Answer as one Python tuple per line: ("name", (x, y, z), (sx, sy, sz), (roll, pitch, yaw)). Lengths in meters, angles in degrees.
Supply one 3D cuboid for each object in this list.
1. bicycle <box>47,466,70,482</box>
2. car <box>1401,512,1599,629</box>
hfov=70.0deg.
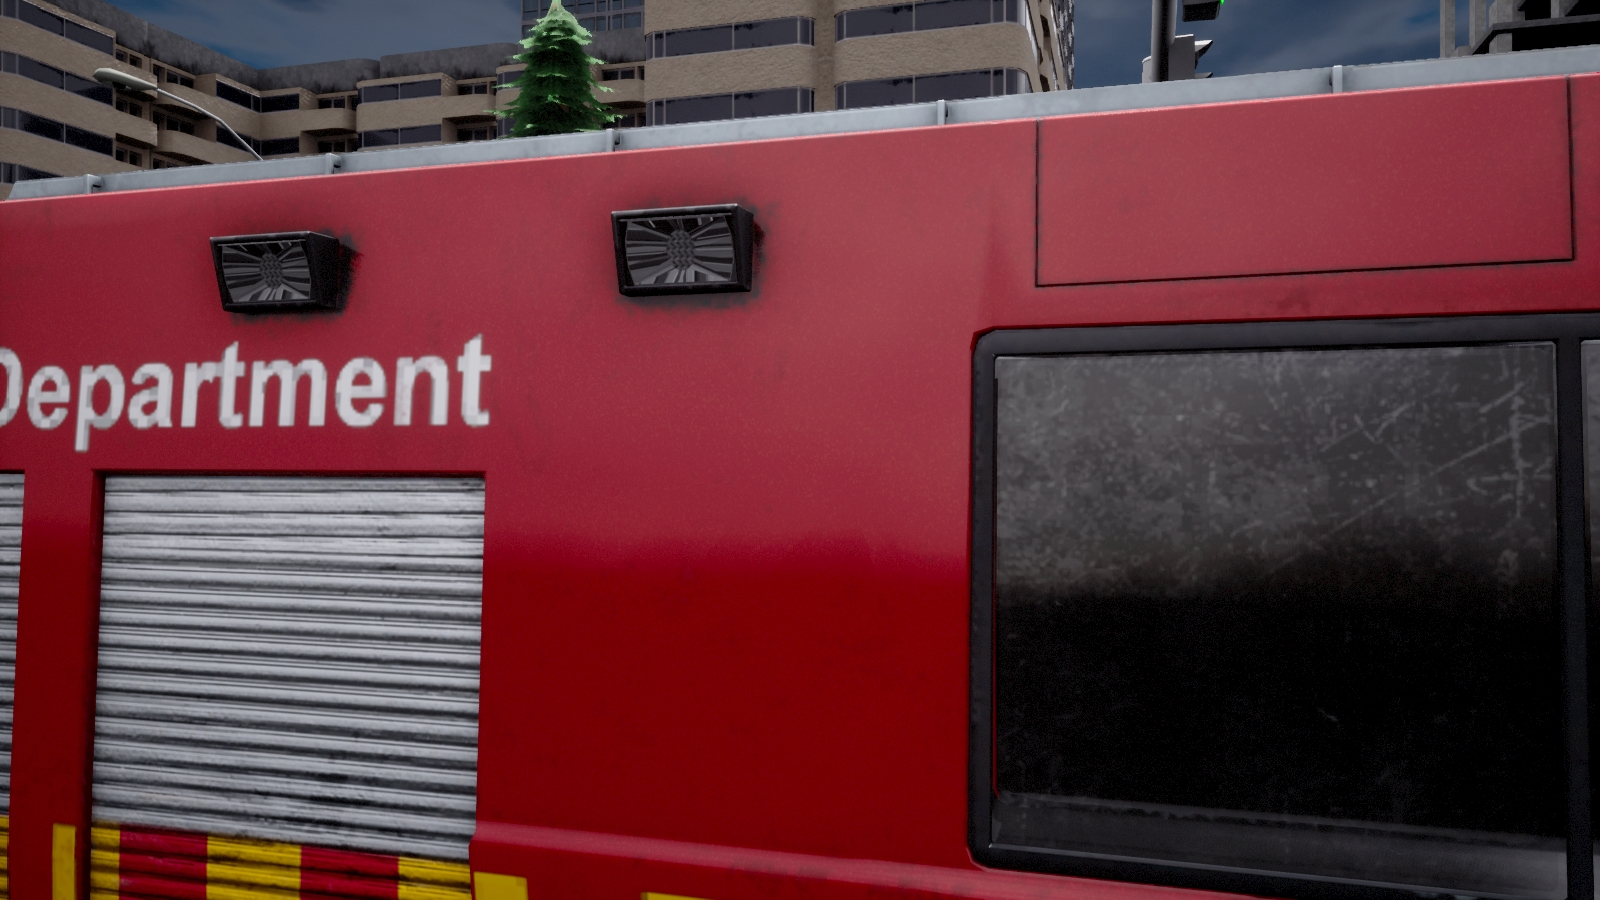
("bicycle", (-65.121, 2.097, 100.372), (1.487, 1.276, 0.859), (-5, -1, 15))
("car", (12.484, 2.037, 20.491), (2.038, 1.542, 4.974), (0, 0, 16))
